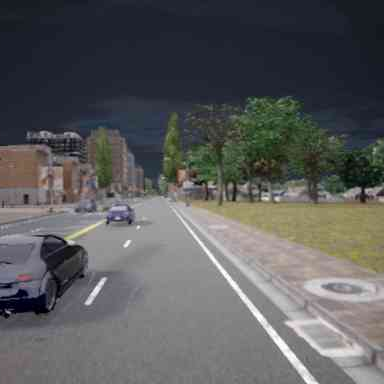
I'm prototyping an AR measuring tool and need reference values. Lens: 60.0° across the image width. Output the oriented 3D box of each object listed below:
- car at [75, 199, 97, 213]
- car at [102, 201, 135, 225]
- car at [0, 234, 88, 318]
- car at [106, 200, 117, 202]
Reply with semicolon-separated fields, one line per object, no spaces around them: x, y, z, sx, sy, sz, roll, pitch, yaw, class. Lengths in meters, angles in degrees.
-13.734;1.715;43.252;2.097;1.767;4.553;-1;0;-5;car
-5.453;1.676;25.689;1.812;1.442;4.674;-1;0;-5;car
-3.766;1.655;7.682;1.994;1.385;4.181;-1;0;-5;car
-10.492;1.821;43.534;1.837;1.490;4.892;-1;0;-5;car
